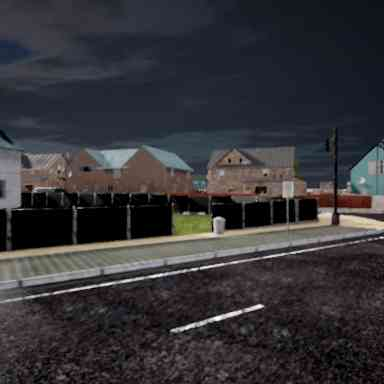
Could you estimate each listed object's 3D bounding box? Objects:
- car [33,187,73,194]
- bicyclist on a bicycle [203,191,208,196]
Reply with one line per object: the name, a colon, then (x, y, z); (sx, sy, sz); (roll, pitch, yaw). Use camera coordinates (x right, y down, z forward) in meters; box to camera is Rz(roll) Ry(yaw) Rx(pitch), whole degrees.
car: (-14.874, 0.484, 36.480); (5.566, 2.045, 2.150); (0, 0, 19)
bicyclist on a bicycle: (1.495, 0.740, 37.010); (0.582, 1.620, 1.656); (1, 1, 19)
